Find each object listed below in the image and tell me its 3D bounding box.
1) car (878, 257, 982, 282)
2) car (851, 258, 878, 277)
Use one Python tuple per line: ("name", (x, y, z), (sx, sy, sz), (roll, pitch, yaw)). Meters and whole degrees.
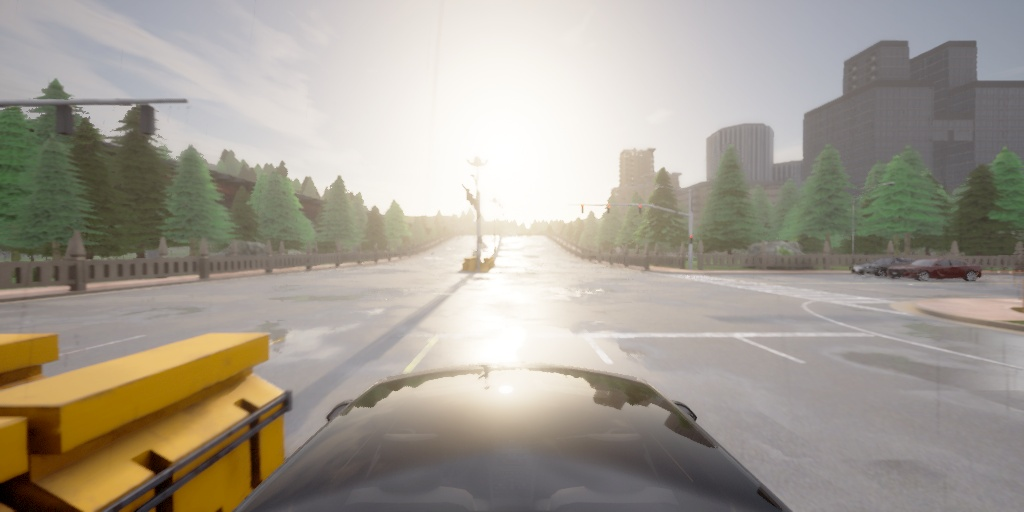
("car", (28.080, 0.878, 23.952), (5.008, 1.535, 1.882), (0, 1, 0))
("car", (28.893, 0.837, 27.452), (4.902, 1.511, 2.128), (0, 1, 0))
